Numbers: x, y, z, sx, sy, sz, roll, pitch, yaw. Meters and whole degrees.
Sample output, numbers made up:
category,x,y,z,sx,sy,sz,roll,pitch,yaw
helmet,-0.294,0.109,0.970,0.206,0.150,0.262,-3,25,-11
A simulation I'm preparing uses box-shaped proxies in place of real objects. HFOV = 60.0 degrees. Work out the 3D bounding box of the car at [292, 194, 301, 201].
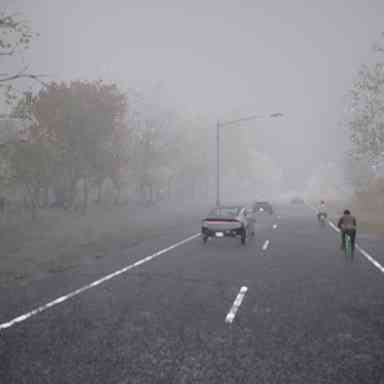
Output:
category,x,y,z,sx,sy,sz,roll,pitch,yaw
car,22.167,1.143,70.855,1.812,1.442,4.674,0,0,17

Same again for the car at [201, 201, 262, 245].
category,x,y,z,sx,sy,sz,roll,pitch,yaw
car,1.782,1.408,15.231,2.128,1.511,4.902,0,0,17

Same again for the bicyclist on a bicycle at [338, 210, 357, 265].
category,x,y,z,sx,sy,sz,roll,pitch,yaw
bicyclist on a bicycle,4.902,1.394,10.467,0.582,1.620,1.656,0,0,17

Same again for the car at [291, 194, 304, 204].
category,x,y,z,sx,sy,sz,roll,pitch,yaw
car,17.814,1.260,56.123,1.994,1.385,4.181,0,0,17

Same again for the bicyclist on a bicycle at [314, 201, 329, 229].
category,x,y,z,sx,sy,sz,roll,pitch,yaw
bicyclist on a bicycle,7.748,1.328,19.807,0.866,1.612,1.509,0,0,16

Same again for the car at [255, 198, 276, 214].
category,x,y,z,sx,sy,sz,roll,pitch,yaw
car,7.055,1.328,32.664,1.837,1.490,4.892,0,0,17
